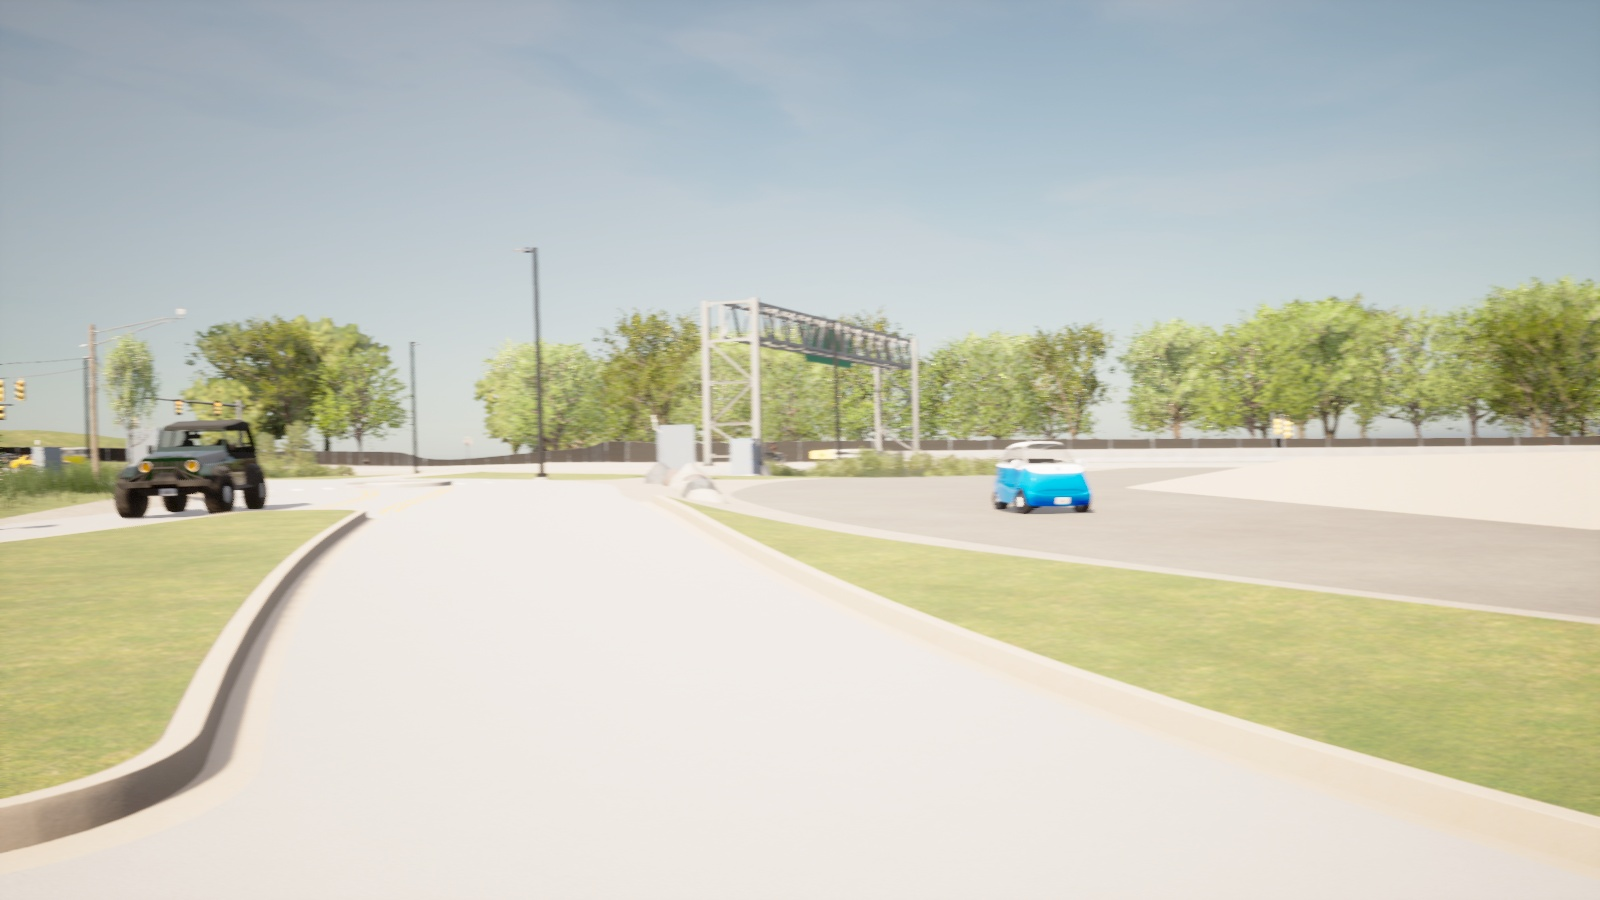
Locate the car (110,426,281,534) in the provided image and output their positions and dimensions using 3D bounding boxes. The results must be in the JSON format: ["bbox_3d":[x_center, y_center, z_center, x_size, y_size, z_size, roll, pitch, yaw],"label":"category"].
[{"bbox_3d":[-11.897,0.539,25.006,1.905,1.878,3.866,-3,1,-8],"label":"car"}]

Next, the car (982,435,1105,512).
[{"bbox_3d":[4.675,0.425,24.285,1.481,1.376,2.207,-1,0,-15],"label":"car"}]

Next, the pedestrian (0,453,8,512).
[{"bbox_3d":[-25.264,1.029,39.243,0.694,1.848,0.540,-3,-1,28],"label":"pedestrian"}]
